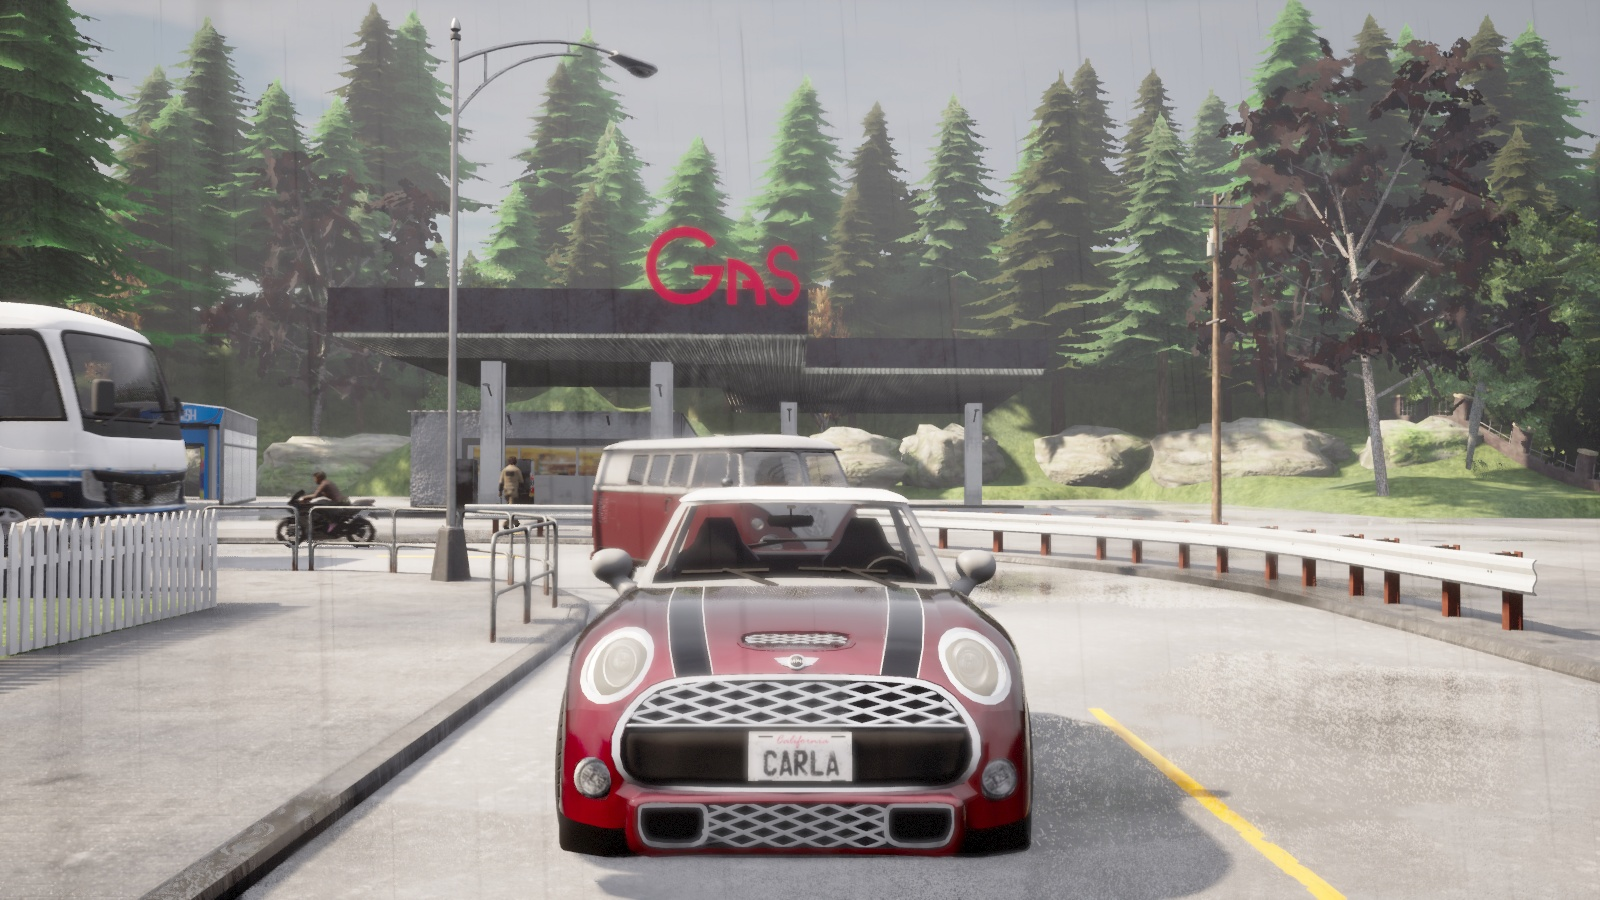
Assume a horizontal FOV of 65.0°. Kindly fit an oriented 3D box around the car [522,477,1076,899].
[{"bbox_3d":[-0.025,0.887,6.378,1.970,1.475,3.806,0,-1,-1],"label":"car"}]

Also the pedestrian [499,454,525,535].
[{"bbox_3d":[-6.970,1.061,30.377,0.396,1.930,0.692,0,-1,8],"label":"pedestrian"}]

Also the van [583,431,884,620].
[{"bbox_3d":[-0.988,0.832,15.586,1.775,1.987,4.442,1,-1,-32],"label":"van"}]

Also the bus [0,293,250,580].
[{"bbox_3d":[-15.018,-0.157,20.574,10.273,4.253,3.944,0,-1,0],"label":"bus"}]

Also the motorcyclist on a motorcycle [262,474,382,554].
[{"bbox_3d":[-9.344,1.246,24.572,2.044,1.523,0.797,0,0,3],"label":"motorcyclist on a motorcycle"}]
